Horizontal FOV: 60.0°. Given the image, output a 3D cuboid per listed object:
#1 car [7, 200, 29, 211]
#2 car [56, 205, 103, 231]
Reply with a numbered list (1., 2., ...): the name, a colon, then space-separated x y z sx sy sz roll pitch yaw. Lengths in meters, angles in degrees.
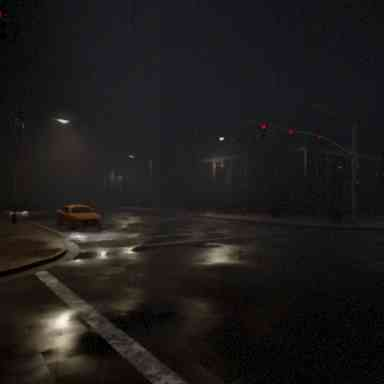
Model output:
1. car: -22.142 1.671 42.266 1.994 1.385 4.181 1 0 -36
2. car: -7.542 1.618 22.092 1.882 1.535 5.008 1 0 -36
